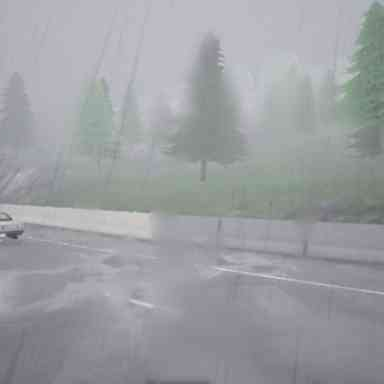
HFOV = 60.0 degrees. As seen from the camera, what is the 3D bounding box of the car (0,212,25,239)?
[{"bbox_3d":[-9.935,1.583,15.823,4.718,1.301,1.895,0,0,39],"label":"car"}]
